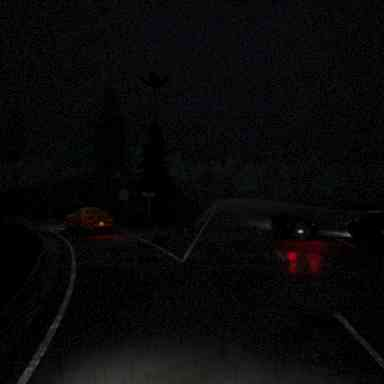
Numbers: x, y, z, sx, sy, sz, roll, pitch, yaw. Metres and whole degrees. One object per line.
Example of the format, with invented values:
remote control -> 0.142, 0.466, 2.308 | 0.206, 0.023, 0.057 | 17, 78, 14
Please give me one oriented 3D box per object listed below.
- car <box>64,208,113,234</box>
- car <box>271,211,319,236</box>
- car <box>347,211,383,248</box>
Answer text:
car -> -6.754, 1.743, 21.538 | 1.882, 1.535, 5.008 | 1, -1, -35
car -> 5.797, 1.760, 19.325 | 1.895, 1.301, 4.718 | 0, -1, 5
car -> 8.921, 1.644, 15.173 | 2.033, 1.411, 5.357 | 0, -1, 5
